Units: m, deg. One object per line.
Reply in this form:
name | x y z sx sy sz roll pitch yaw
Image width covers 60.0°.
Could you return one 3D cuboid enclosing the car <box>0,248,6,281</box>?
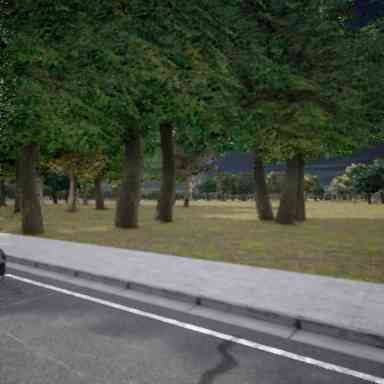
car | -6.537 1.566 8.358 4.892 1.490 1.837 0 0 36
